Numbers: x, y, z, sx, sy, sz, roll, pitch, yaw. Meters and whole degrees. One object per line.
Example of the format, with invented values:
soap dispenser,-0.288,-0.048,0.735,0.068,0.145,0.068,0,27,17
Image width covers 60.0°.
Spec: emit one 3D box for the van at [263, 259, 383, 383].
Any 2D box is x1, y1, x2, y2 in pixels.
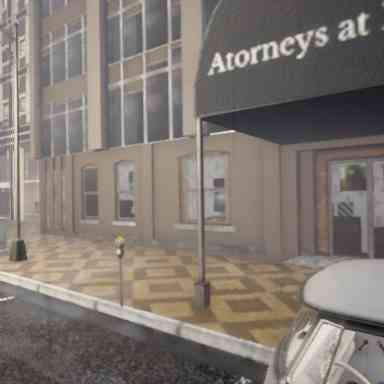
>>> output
van,2.201,1.338,1.325,3.998,1.788,1.690,0,-1,35
